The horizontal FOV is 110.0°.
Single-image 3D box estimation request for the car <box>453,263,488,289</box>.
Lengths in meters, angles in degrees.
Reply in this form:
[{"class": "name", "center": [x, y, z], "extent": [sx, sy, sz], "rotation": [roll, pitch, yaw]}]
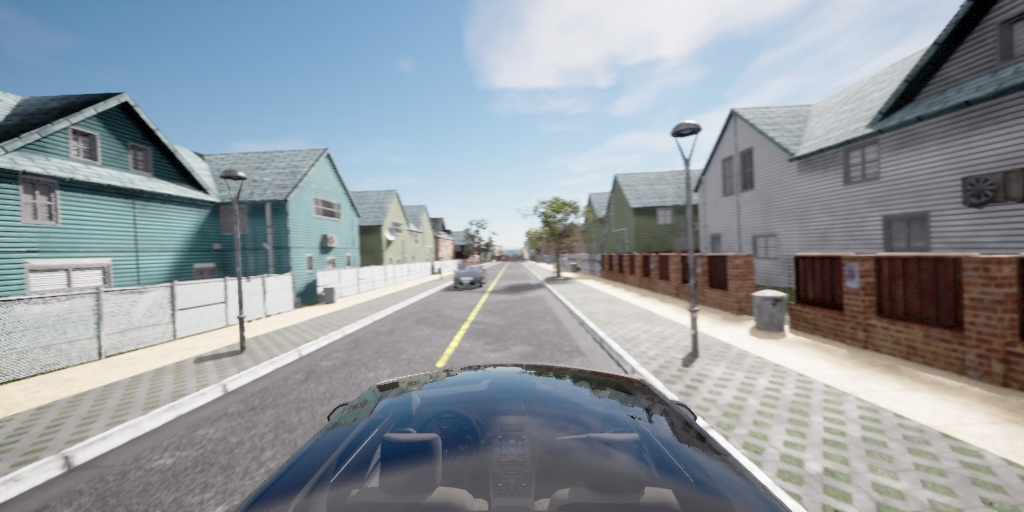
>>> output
[{"class": "car", "center": [-2.663, 1.244, 23.443], "extent": [2.128, 1.511, 4.902], "rotation": [-3, 0, 0]}]
